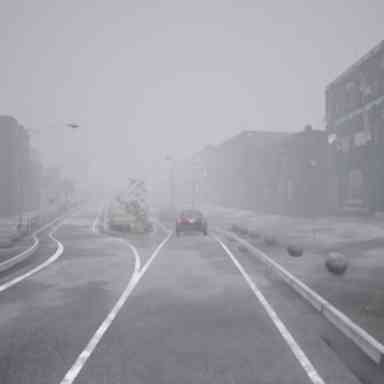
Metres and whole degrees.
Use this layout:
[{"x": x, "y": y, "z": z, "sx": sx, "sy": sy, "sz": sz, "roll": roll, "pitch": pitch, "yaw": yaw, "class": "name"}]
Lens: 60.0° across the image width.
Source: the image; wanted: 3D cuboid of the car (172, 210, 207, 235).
[{"x": -0.152, "y": 2.097, "z": 23.825, "sx": 2.097, "sy": 1.767, "sz": 4.553, "roll": 0, "pitch": -4, "yaw": -3, "class": "car"}]

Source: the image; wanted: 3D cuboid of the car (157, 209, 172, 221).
[{"x": -3.176, "y": 2.856, "z": 41.647, "sx": 2.033, "sy": 1.411, "sz": 5.357, "roll": 0, "pitch": 0, "yaw": -13, "class": "car"}]
